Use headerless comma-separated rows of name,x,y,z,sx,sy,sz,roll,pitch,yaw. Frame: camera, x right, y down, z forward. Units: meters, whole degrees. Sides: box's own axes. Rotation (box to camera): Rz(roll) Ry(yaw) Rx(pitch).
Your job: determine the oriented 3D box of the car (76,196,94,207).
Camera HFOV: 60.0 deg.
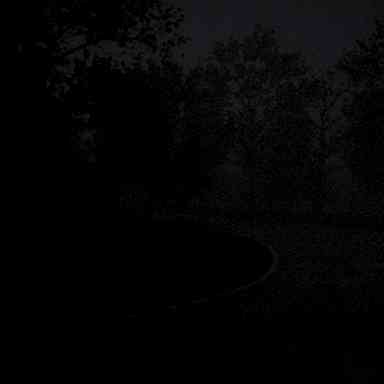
car,-13.302,0.927,37.354,5.008,1.535,1.882,1,-1,10
